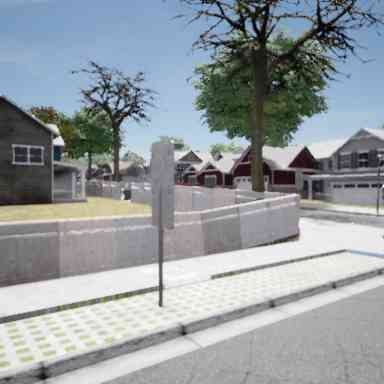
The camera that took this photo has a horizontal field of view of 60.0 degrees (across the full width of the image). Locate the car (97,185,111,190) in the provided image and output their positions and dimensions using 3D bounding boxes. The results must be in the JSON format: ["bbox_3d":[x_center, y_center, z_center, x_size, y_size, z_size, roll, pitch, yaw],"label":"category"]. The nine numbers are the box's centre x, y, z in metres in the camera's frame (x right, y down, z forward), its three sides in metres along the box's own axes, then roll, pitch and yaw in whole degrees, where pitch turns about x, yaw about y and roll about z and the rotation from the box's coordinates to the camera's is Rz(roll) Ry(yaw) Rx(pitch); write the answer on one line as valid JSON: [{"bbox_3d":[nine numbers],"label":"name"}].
[{"bbox_3d":[-13.100,-0.712,50.339,1.812,1.442,4.674,0,2,-34],"label":"car"}]
